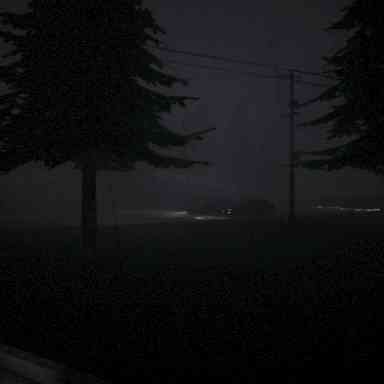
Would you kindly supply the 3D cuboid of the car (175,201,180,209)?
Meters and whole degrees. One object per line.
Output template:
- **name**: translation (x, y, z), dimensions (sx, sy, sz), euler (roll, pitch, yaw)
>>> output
- **car**: translation (0.467, 1.277, 37.661), dimensions (4.902, 1.511, 2.128), euler (0, 0, -24)

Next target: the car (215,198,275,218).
- **car**: translation (4.722, 1.326, 28.198), dimensions (4.892, 1.490, 1.837), euler (0, 0, -26)

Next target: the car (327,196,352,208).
- **car**: translation (20.485, 1.236, 42.807), dimensions (5.357, 1.411, 2.033), euler (0, 0, -24)

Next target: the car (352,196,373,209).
- **car**: translation (21.822, 1.212, 39.571), dimensions (4.892, 1.490, 1.837), euler (0, 0, -24)

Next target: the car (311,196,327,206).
- **car**: translation (19.037, 1.232, 45.994), dimensions (5.357, 1.411, 2.033), euler (0, 0, -24)

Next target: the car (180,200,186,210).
- **car**: translation (1.375, 1.365, 34.229), dimensions (4.181, 1.385, 1.994), euler (0, 0, -24)

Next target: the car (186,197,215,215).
- **car**: translation (2.309, 1.294, 30.810), dimensions (5.008, 1.535, 1.882), euler (0, 0, -24)

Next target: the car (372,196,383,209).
- **car**: translation (22.884, 1.275, 37.518), dimensions (4.181, 1.385, 1.994), euler (0, 0, -28)
